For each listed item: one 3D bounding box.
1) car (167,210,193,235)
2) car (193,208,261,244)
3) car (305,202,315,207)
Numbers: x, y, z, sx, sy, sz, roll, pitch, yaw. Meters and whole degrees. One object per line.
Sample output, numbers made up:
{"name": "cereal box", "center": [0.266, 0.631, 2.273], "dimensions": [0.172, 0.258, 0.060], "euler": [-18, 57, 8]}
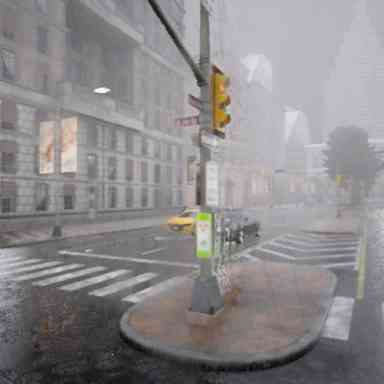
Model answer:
{"name": "car", "center": [0.224, 1.909, 21.764], "dimensions": [1.882, 1.535, 5.008], "euler": [-1, -1, 28]}
{"name": "car", "center": [2.192, 1.700, 18.022], "dimensions": [2.097, 1.767, 4.553], "euler": [-1, -1, 28]}
{"name": "car", "center": [29.771, 3.107, 84.181], "dimensions": [1.895, 1.301, 4.718], "euler": [-1, -1, 28]}
